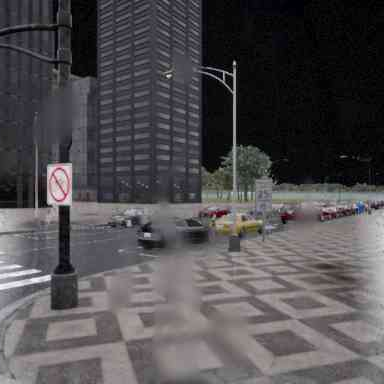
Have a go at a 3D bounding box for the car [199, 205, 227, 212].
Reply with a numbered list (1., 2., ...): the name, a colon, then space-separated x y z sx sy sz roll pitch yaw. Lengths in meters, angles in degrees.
1. car: 2.331 2.016 33.613 1.887 1.381 4.507 -1 -2 35

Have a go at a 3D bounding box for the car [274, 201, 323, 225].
1. car: 9.268 1.791 28.665 2.192 1.841 5.009 -1 -2 35

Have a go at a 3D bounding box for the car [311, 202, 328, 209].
1. car: 25.258 2.673 65.783 1.887 1.381 4.507 -1 -2 35

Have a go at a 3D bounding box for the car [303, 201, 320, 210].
1. car: 21.982 2.476 61.189 1.967 1.590 4.097 -1 -2 35

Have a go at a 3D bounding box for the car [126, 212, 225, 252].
1. car: -0.557 1.775 14.872 1.947 1.339 4.313 -1 -2 35

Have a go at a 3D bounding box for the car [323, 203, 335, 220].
1. car: 12.544 2.114 33.255 1.887 1.381 4.507 -1 -2 35

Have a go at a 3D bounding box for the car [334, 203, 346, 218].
1. car: 15.823 2.246 37.856 1.802 1.307 4.206 -1 -2 36

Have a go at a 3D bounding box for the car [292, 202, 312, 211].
1. car: 18.707 2.494 56.591 2.008 1.369 4.403 -1 -2 35

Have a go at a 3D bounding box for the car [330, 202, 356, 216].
1. car: 19.095 2.304 42.447 1.887 1.381 4.507 -1 -2 35

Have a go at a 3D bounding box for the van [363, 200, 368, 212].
1. van: 25.646 2.289 51.644 1.690 1.788 3.998 -1 -2 35

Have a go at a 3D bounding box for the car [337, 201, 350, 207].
1. car: 38.360 3.037 84.166 2.008 1.369 4.403 -1 -1 35

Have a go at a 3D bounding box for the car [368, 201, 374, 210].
1. car: 28.922 2.592 56.235 2.008 1.369 4.403 -1 -2 35

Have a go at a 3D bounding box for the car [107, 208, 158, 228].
1. car: -4.219 1.842 24.421 2.008 1.369 4.403 -1 -1 35

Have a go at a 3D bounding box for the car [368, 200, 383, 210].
1. car: 35.473 2.539 65.433 2.192 1.841 5.009 -1 -2 35

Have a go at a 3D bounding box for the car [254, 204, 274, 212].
1. car: 8.881 2.210 42.804 2.008 1.369 4.403 -1 -2 35

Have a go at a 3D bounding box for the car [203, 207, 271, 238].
1. car: 2.816 1.824 19.606 1.752 1.417 4.829 -1 -2 35

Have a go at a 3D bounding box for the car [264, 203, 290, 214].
1. car: 12.156 2.305 47.399 2.008 1.369 4.403 -1 -2 35

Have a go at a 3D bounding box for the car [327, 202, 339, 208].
1. car: 31.809 2.891 74.974 1.802 1.307 4.206 -1 -2 35

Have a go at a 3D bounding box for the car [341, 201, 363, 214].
1. car: 22.370 2.294 47.046 1.967 1.590 4.097 -1 -2 35
